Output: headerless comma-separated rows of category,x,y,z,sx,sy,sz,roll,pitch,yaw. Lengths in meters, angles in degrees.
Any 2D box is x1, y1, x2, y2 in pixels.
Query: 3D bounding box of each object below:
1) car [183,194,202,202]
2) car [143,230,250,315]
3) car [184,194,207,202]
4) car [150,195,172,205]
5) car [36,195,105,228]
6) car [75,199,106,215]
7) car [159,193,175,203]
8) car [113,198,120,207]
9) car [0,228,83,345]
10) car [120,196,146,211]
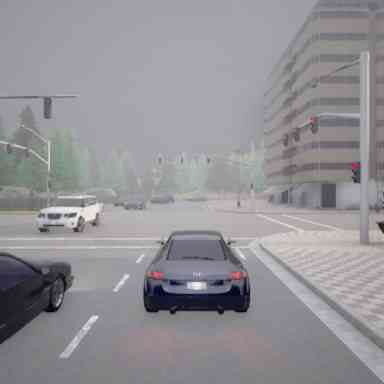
car,0.148,1.313,76.183,2.097,1.767,4.553,0,0,38
car,0.092,1.560,7.656,1.994,1.385,4.181,0,0,0
car,1.237,1.501,71.961,2.033,1.411,5.357,0,0,34
car,-5.544,1.569,57.591,1.895,1.301,4.718,0,0,15
car,-7.080,1.218,19.757,2.150,2.045,5.566,0,0,0
car,-10.531,1.529,34.957,1.812,1.442,4.674,0,1,1
car,-5.600,1.188,67.428,2.150,2.045,5.566,0,0,26
car,-10.118,1.520,49.833,2.033,1.411,5.357,0,0,5
car,-3.427,1.545,4.622,2.033,1.411,5.357,0,0,0
car,-6.934,1.330,40.885,2.097,1.767,4.553,0,0,1
